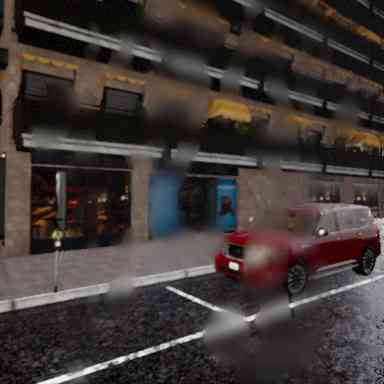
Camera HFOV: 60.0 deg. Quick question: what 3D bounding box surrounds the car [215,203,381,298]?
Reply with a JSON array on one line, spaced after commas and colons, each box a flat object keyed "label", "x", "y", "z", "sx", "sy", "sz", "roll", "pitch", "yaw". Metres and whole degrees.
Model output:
[{"label": "car", "x": 2.959, "y": 1.264, "z": 8.646, "sx": 5.009, "sy": 1.841, "sz": 2.192, "roll": 0, "pitch": 2, "yaw": -35}]
